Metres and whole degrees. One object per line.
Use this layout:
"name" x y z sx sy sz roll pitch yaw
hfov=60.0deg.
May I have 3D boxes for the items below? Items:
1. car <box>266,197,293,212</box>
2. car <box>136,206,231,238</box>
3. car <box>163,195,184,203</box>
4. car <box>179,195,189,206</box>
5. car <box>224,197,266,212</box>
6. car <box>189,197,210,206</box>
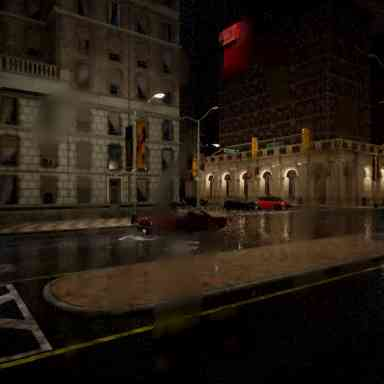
"car" 9.673 1.351 39.212 2.097 1.767 4.553 0 0 -36
"car" -0.506 1.601 17.603 4.718 1.301 1.895 0 0 -34
"car" -3.987 1.513 70.862 2.128 1.511 4.902 0 0 -35
"car" -2.924 1.351 50.835 2.097 1.767 4.553 0 0 -35
"car" 5.727 1.492 38.638 2.128 1.511 4.902 0 0 -34
"car" 0.722 1.477 51.739 1.882 1.535 5.008 0 0 -35
